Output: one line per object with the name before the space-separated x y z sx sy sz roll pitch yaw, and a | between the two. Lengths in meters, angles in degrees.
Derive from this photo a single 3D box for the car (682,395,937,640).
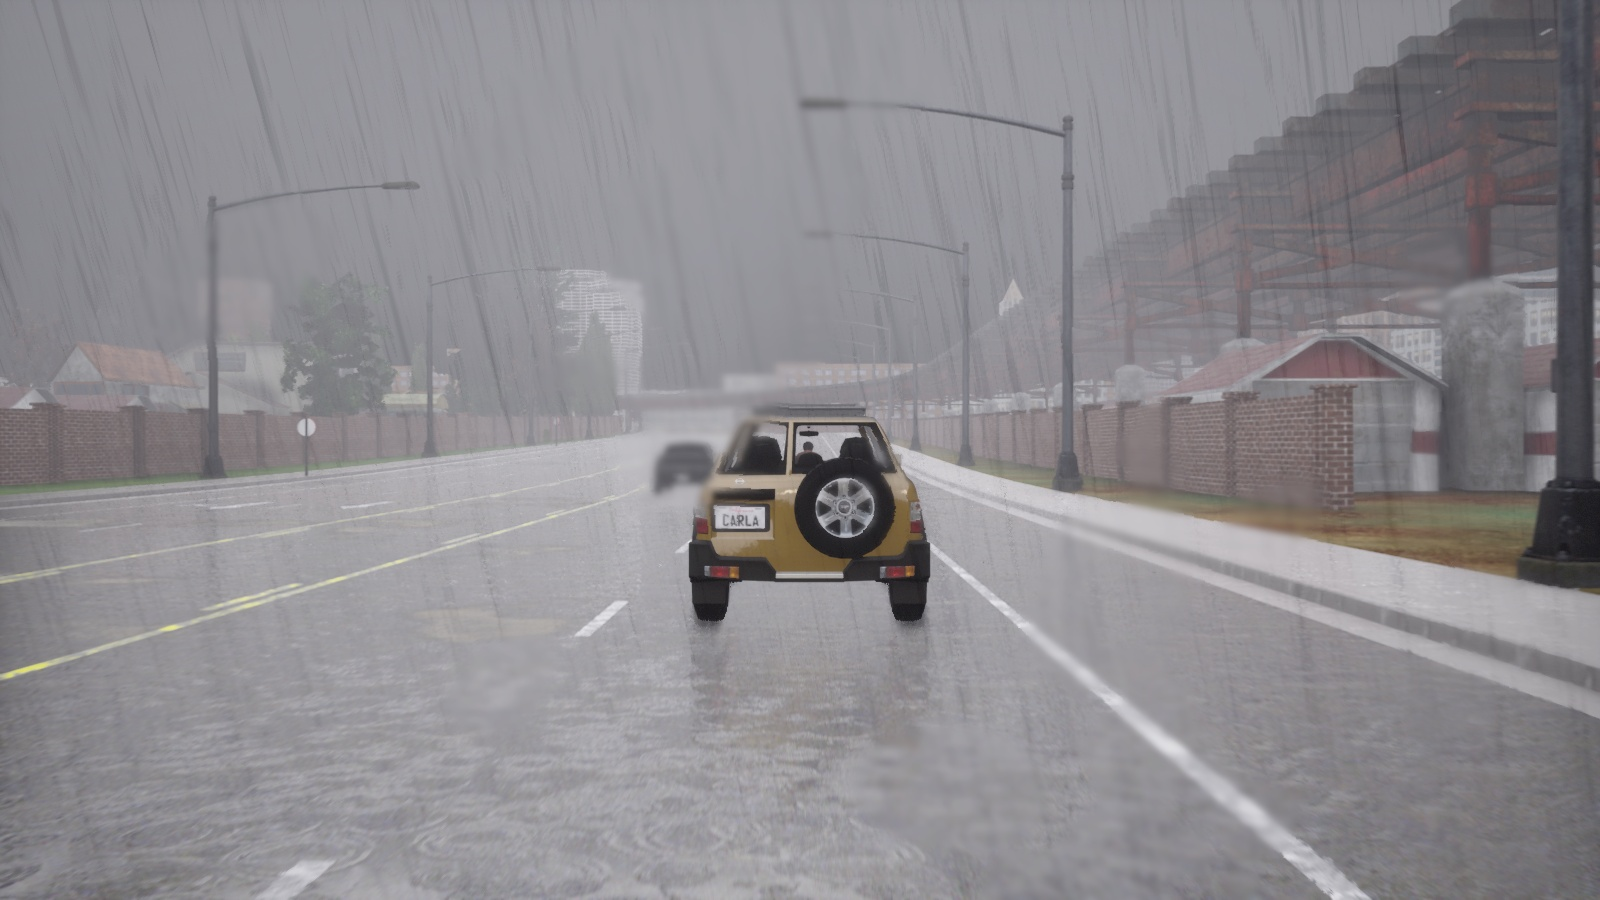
car | 0.084 0.497 11.811 1.932 1.855 4.605 0 0 0

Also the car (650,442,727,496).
car | -3.269 0.514 37.559 1.837 1.490 4.892 0 1 0
